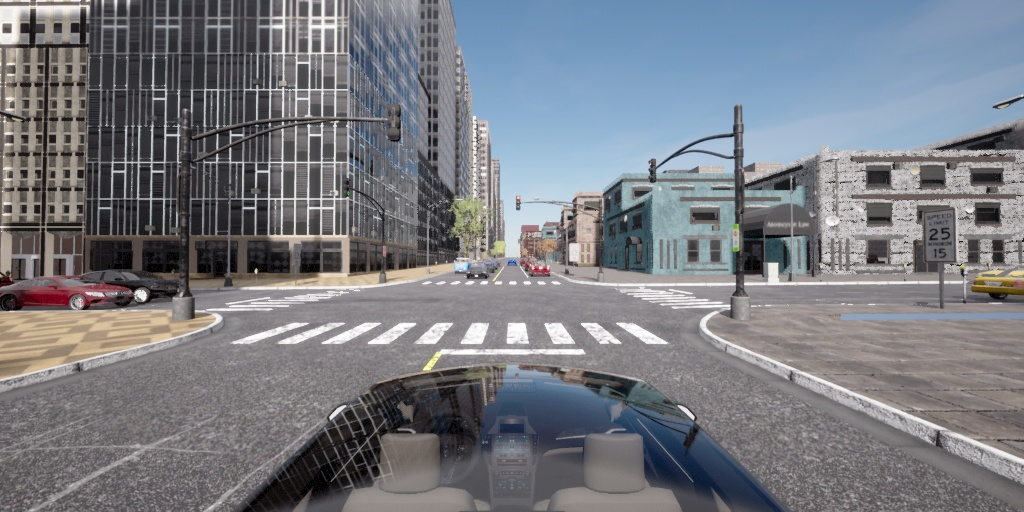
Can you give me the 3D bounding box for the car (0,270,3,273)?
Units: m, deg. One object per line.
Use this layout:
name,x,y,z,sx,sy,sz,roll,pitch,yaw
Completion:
car,-23.099,1.325,14.090,4.097,1.591,1.967,0,0,1

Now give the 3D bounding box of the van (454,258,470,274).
van,-5.679,1.096,41.505,1.690,1.789,3.998,0,0,0

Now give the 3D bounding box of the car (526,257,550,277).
car,2.701,1.195,35.867,1.967,1.591,4.097,0,0,0

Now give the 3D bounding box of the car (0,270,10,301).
car,-27.386,1.465,16.738,4.902,1.511,2.128,-1,-1,1

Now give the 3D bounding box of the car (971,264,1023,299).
car,20.693,0.994,13.657,4.829,1.417,1.751,0,0,1

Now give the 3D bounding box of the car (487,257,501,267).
car,-3.080,1.303,53.304,2.033,1.411,5.357,0,0,0

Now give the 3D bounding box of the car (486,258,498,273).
car,-3.083,1.319,42.937,1.994,1.385,4.181,0,0,0

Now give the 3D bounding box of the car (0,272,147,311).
car,-17.416,1.413,14.033,4.207,1.307,1.802,0,0,1

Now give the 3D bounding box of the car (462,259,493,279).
car,-3.076,1.302,33.058,2.033,1.411,5.357,0,0,-1

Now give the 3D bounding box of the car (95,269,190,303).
car,-17.889,1.359,16.645,5.008,1.535,1.882,-1,-1,0

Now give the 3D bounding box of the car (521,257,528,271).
car,2.704,1.070,47.215,2.192,1.841,5.009,0,0,0
